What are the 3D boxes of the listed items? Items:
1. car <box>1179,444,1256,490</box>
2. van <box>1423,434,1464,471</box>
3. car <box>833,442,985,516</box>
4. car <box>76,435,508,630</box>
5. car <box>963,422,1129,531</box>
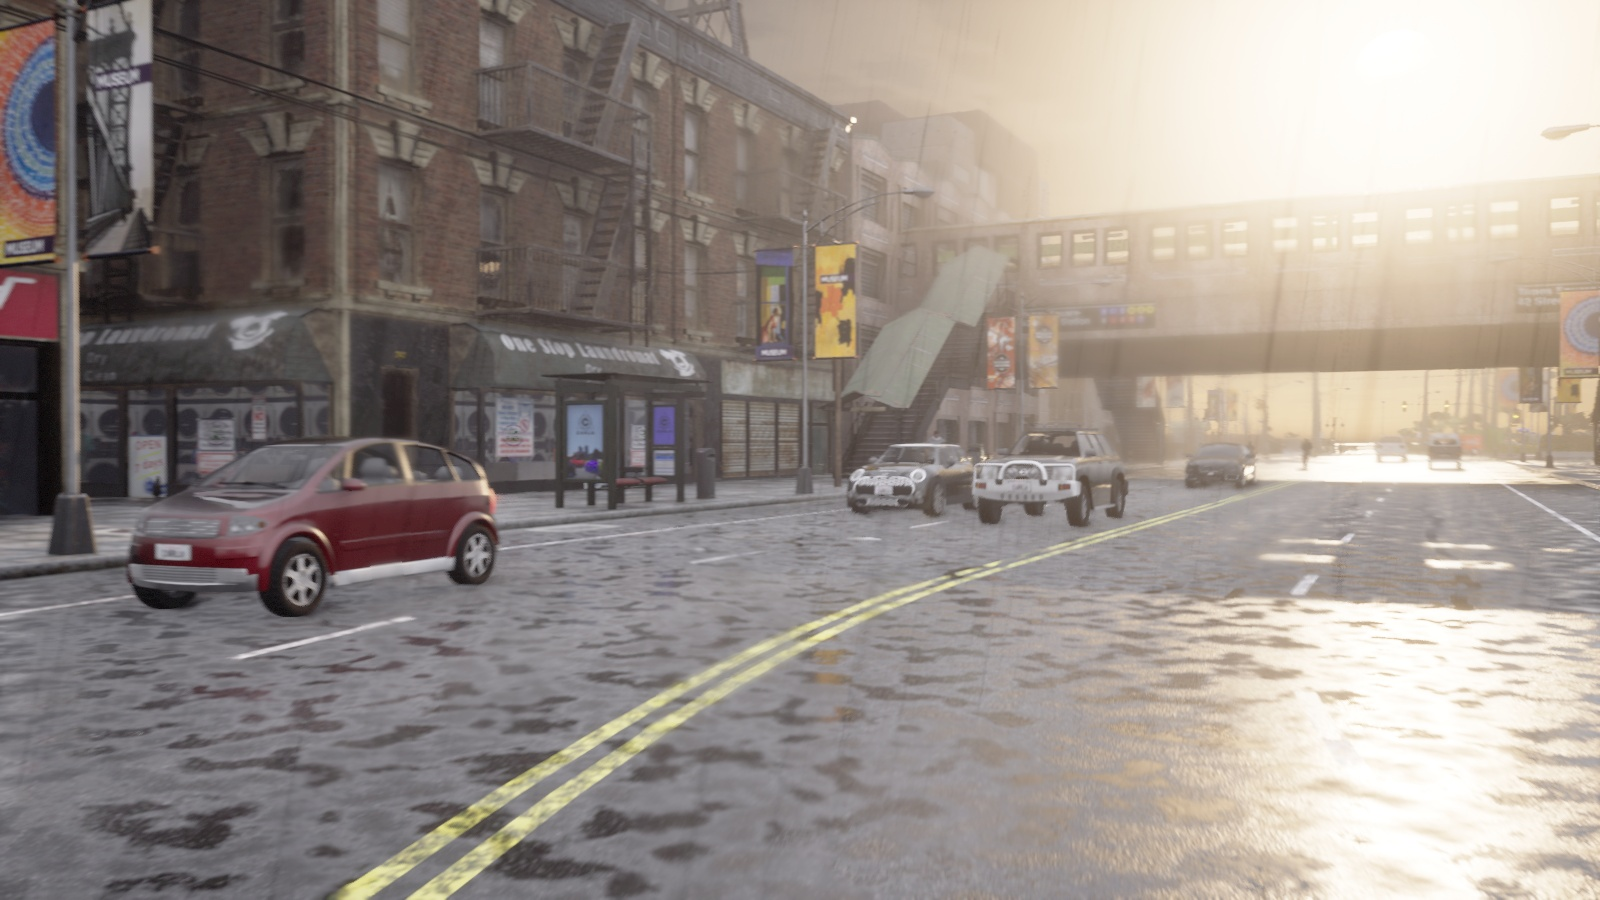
[{"bbox_3d":[14.338,0.537,42.959,1.837,1.490,4.892,0,0,27],"label":"car"},{"bbox_3d":[37.573,0.129,73.424,2.069,2.038,4.480,0,0,27],"label":"van"},{"bbox_3d":[2.412,0.564,26.951,1.970,1.475,3.806,0,0,27],"label":"car"},{"bbox_3d":[-4.623,0.648,12.030,1.789,1.549,3.705,0,0,21],"label":"car"},{"bbox_3d":[4.781,0.438,23.862,1.932,1.855,4.605,0,0,27],"label":"car"}]
